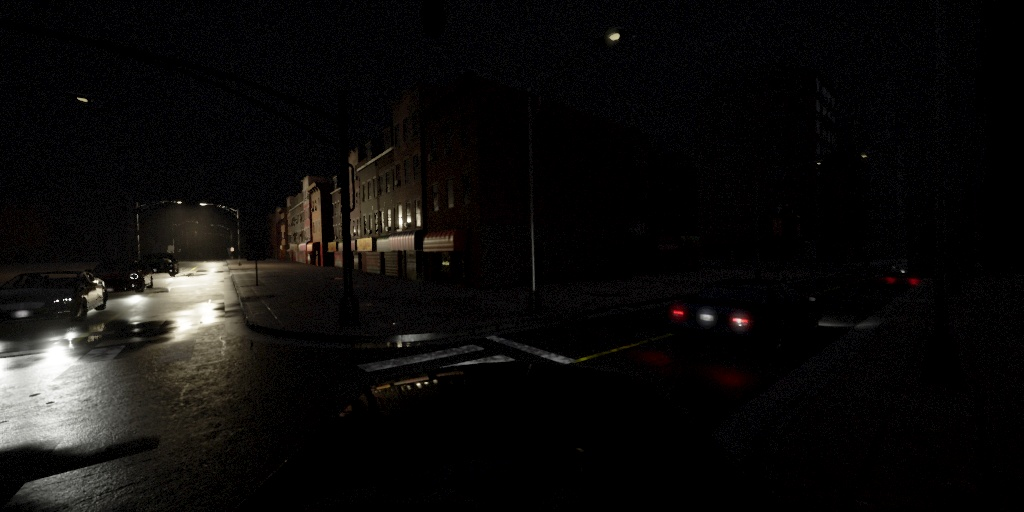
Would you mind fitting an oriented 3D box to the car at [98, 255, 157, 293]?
[{"bbox_3d":[-20.444,1.001,18.664,2.097,1.767,4.553,-2,2,-39],"label":"car"}]

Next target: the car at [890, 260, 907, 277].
[{"bbox_3d":[33.362,1.020,29.810,4.674,1.442,1.812,0,0,-28],"label":"car"}]

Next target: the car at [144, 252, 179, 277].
[{"bbox_3d":[-29.757,0.700,30.221,2.150,2.045,5.566,-2,3,-39],"label":"car"}]

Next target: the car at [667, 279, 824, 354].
[{"bbox_3d":[5.872,1.268,8.767,5.357,1.411,2.033,0,0,-39],"label":"car"}]

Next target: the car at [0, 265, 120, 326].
[{"bbox_3d":[-14.534,1.241,11.329,2.128,1.511,4.902,-2,2,-40],"label":"car"}]
